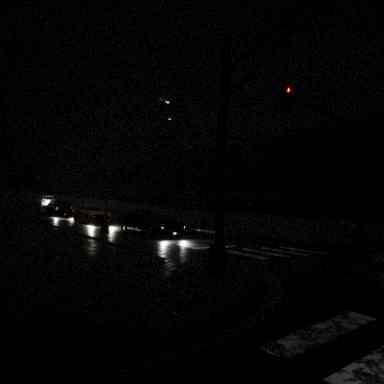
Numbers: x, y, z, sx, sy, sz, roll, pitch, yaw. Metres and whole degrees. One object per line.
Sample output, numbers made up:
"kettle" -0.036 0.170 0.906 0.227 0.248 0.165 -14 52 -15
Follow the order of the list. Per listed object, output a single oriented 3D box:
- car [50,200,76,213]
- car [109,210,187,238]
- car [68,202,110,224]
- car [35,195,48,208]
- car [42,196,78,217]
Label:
"car" -17.731 1.941 45.439 2.128 1.511 4.902 4 -2 -35
"car" -2.511 1.761 19.211 2.033 1.411 5.357 4 -3 -38
"car" -8.232 1.770 27.243 1.882 1.535 5.008 4 -3 -36
"car" -23.602 1.549 53.570 2.150 2.045 5.566 4 -1 -36
"car" -14.084 1.679 35.419 2.097 1.767 4.553 4 -2 -35
